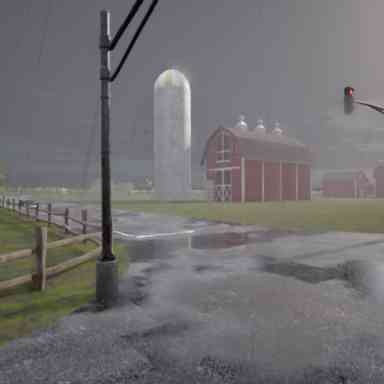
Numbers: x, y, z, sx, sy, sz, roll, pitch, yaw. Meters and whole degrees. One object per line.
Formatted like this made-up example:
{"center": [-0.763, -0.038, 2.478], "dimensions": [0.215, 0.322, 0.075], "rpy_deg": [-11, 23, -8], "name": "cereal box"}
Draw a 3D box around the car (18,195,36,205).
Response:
{"center": [-24.683, 1.195, 49.697], "dimensions": [1.837, 1.490, 4.892], "rpy_deg": [-1, 1, -36], "name": "car"}
